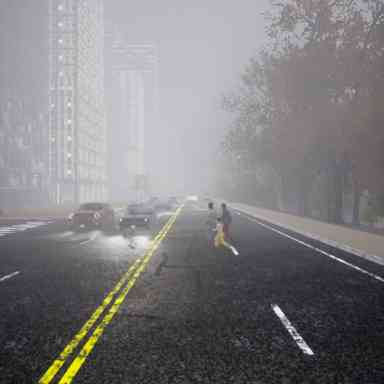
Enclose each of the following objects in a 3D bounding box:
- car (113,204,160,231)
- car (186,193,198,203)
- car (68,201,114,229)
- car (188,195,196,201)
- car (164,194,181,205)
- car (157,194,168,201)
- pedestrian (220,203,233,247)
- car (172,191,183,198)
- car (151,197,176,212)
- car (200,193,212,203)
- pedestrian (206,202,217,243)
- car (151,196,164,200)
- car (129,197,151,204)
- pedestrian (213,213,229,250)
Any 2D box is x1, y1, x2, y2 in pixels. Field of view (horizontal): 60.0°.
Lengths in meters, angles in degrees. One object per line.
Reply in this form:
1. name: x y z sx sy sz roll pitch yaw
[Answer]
1. car: -3.363 1.665 21.215 1.895 1.301 4.718 -1 0 0
2. car: -0.004 1.226 69.760 2.150 2.045 5.566 0 0 0
3. car: -6.620 1.441 22.295 2.097 1.767 4.553 -1 0 0
4. car: -0.005 1.433 80.124 2.033 1.411 5.357 0 0 0
5. car: -3.333 1.512 58.805 1.837 1.490 4.892 0 -1 0
6. car: -6.505 1.259 74.349 2.128 1.511 4.902 0 0 0
7. pedestrian: 1.349 1.293 13.585 0.375 1.860 0.375 0 0 0
8. car: -3.255 0.852 74.289 2.150 2.045 5.566 0 0 0
9. car: -3.354 1.602 39.759 1.895 1.301 4.718 0 0 0
10. car: 3.244 1.526 69.730 2.128 1.511 4.902 0 0 0
11. pedestrian: 0.931 1.292 14.236 0.375 1.860 0.375 0 0 0
12. car: -6.585 1.510 58.340 1.837 1.490 4.892 0 0 0
13. car: -6.603 1.602 40.573 1.895 1.301 4.718 0 0 0
14. pedestrian: 1.139 1.572 13.039 0.375 1.300 0.375 0 0 0
